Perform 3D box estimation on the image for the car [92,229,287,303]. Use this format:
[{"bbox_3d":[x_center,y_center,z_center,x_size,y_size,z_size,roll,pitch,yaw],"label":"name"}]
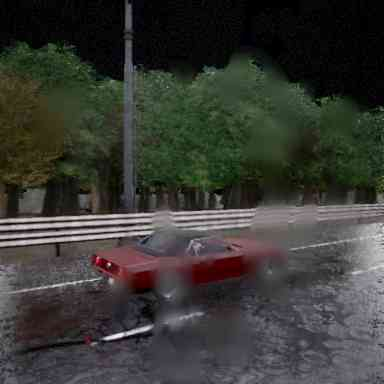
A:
[{"bbox_3d":[0.155,1.584,8.160,4.718,1.301,1.895,1,0,-35],"label":"car"}]
